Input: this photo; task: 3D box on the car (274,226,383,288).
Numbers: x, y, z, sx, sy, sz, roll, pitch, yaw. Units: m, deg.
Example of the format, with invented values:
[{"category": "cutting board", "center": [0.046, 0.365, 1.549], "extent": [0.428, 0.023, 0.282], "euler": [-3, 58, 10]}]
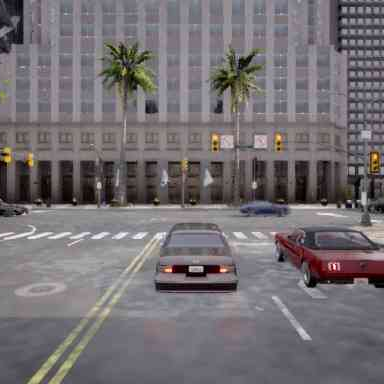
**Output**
[{"category": "car", "center": [3.643, 1.601, 9.244], "extent": [1.895, 1.301, 4.718], "euler": [0, 0, 2]}]

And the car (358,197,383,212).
[{"category": "car", "center": [21.401, 1.352, 37.817], "extent": [4.553, 1.767, 2.097], "euler": [0, 0, 0]}]

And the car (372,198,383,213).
[{"category": "car", "center": [21.667, 1.601, 34.315], "extent": [4.718, 1.301, 1.895], "euler": [0, 0, 0]}]

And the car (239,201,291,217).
[{"category": "car", "center": [6.681, 1.526, 30.691], "extent": [4.674, 1.442, 1.812], "euler": [0, 0, 0]}]

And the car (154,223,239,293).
[{"category": "car", "center": [0.097, 1.547, 8.977], "extent": [2.033, 1.411, 5.357], "euler": [0, 0, 0]}]

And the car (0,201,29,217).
[{"category": "car", "center": [-18.086, 1.547, 30.749], "extent": [5.357, 1.411, 2.033], "euler": [0, 0, 0]}]
